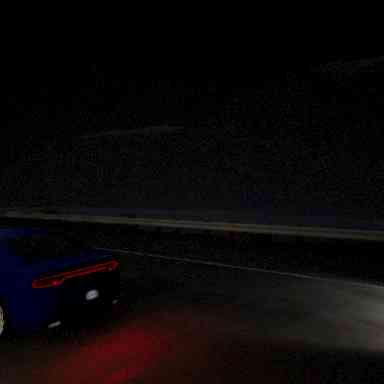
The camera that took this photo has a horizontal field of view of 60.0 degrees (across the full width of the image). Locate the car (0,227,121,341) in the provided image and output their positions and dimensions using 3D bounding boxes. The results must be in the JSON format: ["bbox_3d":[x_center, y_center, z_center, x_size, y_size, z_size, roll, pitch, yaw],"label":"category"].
[{"bbox_3d":[-3.615,1.438,6.503,5.008,1.535,1.882,0,0,33],"label":"car"}]
